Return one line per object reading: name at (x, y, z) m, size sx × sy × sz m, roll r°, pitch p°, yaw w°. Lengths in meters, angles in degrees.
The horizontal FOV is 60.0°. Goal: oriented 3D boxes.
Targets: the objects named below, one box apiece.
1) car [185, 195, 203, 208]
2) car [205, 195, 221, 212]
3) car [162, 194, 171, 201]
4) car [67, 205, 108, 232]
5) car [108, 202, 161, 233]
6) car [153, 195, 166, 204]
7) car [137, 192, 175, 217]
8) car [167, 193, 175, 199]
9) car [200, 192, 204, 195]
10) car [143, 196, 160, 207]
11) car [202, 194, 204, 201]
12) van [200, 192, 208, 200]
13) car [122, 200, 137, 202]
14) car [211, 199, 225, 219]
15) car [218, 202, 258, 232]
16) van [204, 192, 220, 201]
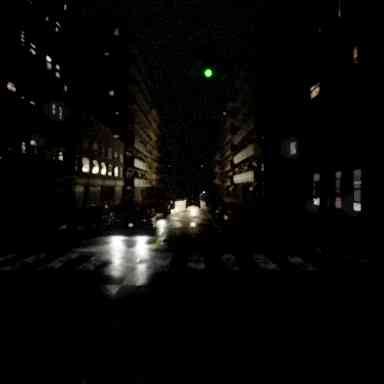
car at (0.128, 1.360, 42.665) m, size 1.895 × 1.301 × 4.718 m, roll 0°, pitch 0°, yaw 0°
car at (2.707, 1.342, 35.679) m, size 1.887 × 1.381 × 4.507 m, roll 0°, pitch 0°, yaw 0°
car at (-5.649, 1.121, 74.191) m, size 1.752 × 1.417 × 4.829 m, roll 0°, pitch 0°, yaw 0°
car at (-5.685, 1.454, 19.126) m, size 1.947 × 1.339 × 4.313 m, roll 0°, pitch 0°, yaw 0°
car at (-3.079, 1.455, 18.700) m, size 1.994 × 1.385 × 4.181 m, roll 0°, pitch 0°, yaw 0°
car at (-5.659, 1.261, 57.791) m, size 1.802 × 1.307 × 4.206 m, roll 0°, pitch 0°, yaw 0°
car at (-3.047, 1.054, 29.267) m, size 2.150 × 2.045 × 5.566 m, roll 0°, pitch 0°, yaw 2°
car at (-5.637, 1.078, 90.930) m, size 1.947 × 1.339 × 4.313 m, roll 0°, pitch 0°, yaw 0°
car at (2.725, 1.175, 63.465) m, size 1.752 × 1.417 × 4.829 m, roll 0°, pitch 0°, yaw 0°
car at (-5.667, 1.282, 46.744) m, size 1.887 × 1.381 × 4.507 m, roll 0°, pitch 0°, yaw 0°
car at (2.714, 1.304, 46.726) m, size 1.947 × 1.339 × 4.313 m, roll 0°, pitch 0°, yaw 0°
van at (2.730, 0.936, 74.342) m, size 1.690 × 1.788 × 3.998 m, roll -1°, pitch 0°, yaw 0°
car at (-5.678, 1.393, 30.173) m, size 1.947 × 1.339 × 4.313 m, roll 0°, pitch 0°, yaw 0°
car at (2.700, 1.424, 24.632) m, size 1.947 × 1.339 × 4.313 m, roll 0°, pitch 0°, yaw 0°
car at (2.696, 1.471, 19.109) m, size 1.802 × 1.307 × 4.206 m, roll 0°, pitch 0°, yaw 0°
van at (2.709, 1.108, 41.201) m, size 1.690 × 1.788 × 3.998 m, roll 0°, pitch 0°, yaw 0°
